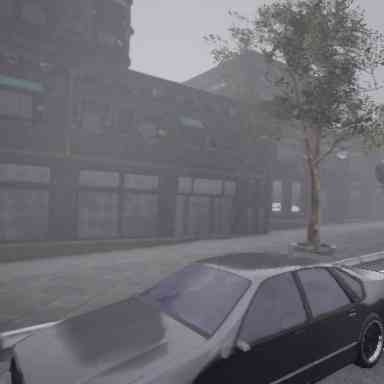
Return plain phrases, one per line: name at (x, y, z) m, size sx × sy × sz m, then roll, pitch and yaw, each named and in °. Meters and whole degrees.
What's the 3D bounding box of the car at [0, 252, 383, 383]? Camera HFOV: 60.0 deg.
car at (0.714, 1.549, 4.192) m, size 5.357 × 1.411 × 2.033 m, roll 0°, pitch 0°, yaw -35°
